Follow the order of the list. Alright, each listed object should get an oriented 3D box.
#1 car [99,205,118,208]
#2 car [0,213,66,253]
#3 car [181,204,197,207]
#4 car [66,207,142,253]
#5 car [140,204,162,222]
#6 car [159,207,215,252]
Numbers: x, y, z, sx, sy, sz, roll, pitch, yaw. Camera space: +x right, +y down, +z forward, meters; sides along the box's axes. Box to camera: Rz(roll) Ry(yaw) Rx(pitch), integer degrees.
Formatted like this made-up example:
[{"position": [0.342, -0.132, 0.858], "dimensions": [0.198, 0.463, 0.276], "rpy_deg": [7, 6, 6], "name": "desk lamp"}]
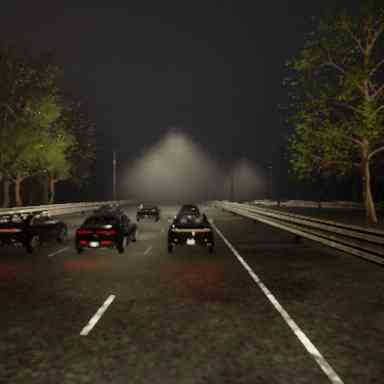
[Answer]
[{"position": [-7.256, 1.835, 29.133], "dimensions": [2.033, 1.411, 5.357], "rpy_deg": [0, -1, -1], "name": "car"}, {"position": [-7.052, 1.633, 14.429], "dimensions": [2.128, 1.511, 4.902], "rpy_deg": [0, 0, 0], "name": "car"}, {"position": [-0.259, 1.798, 29.560], "dimensions": [1.837, 1.490, 4.892], "rpy_deg": [0, 0, -1], "name": "car"}, {"position": [-3.551, 1.647, 14.449], "dimensions": [1.837, 1.490, 4.892], "rpy_deg": [0, 0, 0], "name": "car"}, {"position": [-3.758, 1.783, 29.508], "dimensions": [2.128, 1.511, 4.902], "rpy_deg": [0, 0, -1], "name": "car"}, {"position": [-0.052, 1.632, 14.488], "dimensions": [2.128, 1.511, 4.902], "rpy_deg": [0, 0, 0], "name": "car"}]
